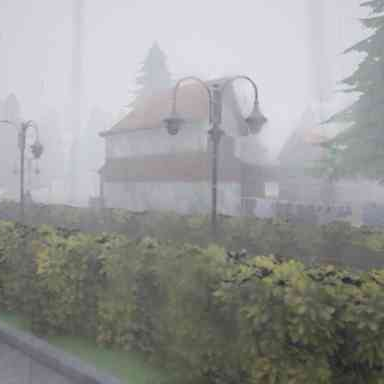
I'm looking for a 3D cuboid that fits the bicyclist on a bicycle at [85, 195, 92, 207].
[{"bbox_3d":[-9.385,1.133,30.627,1.656,1.620,0.582,1,0,36],"label":"bicyclist on a bicycle"}]
